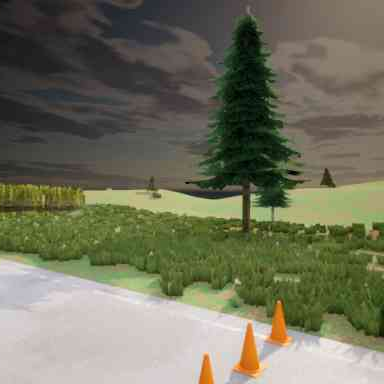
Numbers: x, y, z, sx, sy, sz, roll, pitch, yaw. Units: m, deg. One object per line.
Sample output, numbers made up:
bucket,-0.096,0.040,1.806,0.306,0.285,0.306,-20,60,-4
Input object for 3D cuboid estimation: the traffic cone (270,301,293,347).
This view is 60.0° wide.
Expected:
traffic cone,1.320,1.955,5.050,0.340,0.580,0.340,0,0,36

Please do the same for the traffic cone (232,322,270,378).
traffic cone,0.735,1.955,4.239,0.340,0.580,0.340,0,0,36

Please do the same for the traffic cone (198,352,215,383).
traffic cone,0.150,1.955,3.427,0.340,0.580,0.340,0,0,36
